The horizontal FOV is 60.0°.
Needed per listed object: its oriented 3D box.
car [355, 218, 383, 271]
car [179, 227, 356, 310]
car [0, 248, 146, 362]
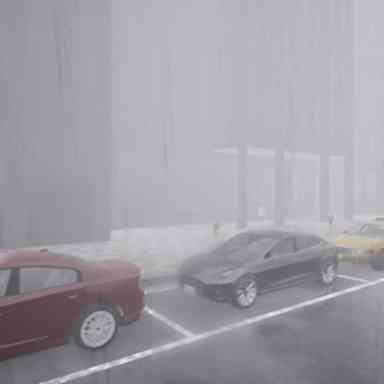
[{"bbox_3d":[6.188,1.564,11.063,4.829,1.417,1.752,0,0,-35],"label":"car"},{"bbox_3d":[1.738,1.585,7.889,4.313,1.339,1.947,0,0,-35],"label":"car"},{"bbox_3d":[-2.851,1.545,4.616,4.507,1.381,1.887,0,0,-35],"label":"car"}]
